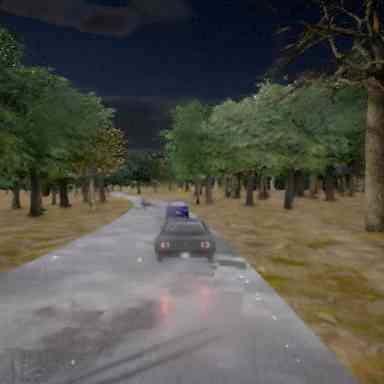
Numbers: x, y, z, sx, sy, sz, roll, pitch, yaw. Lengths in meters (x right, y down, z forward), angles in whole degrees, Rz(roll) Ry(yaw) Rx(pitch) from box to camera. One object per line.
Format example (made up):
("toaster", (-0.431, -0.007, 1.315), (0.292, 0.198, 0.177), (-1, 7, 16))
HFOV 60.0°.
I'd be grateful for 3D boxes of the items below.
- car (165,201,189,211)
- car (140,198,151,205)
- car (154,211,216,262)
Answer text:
("car", (-1.315, 1.489, 29.019), (1.882, 1.535, 5.008), (0, 0, -4))
("car", (-8.054, 1.607, 57.598), (1.895, 1.301, 4.718), (0, 0, -9))
("car", (-0.264, 1.610, 12.164), (1.895, 1.301, 4.718), (0, 0, -2))
